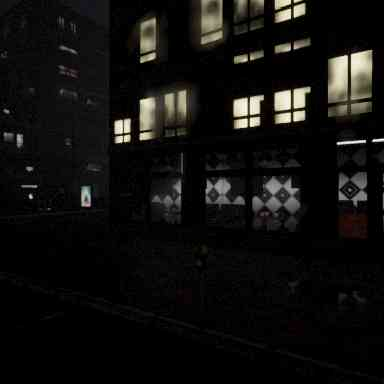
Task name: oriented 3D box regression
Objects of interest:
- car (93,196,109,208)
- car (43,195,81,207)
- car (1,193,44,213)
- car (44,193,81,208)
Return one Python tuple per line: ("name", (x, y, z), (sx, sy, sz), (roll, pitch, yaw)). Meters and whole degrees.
("car", (-9.837, 1.072, 38.210), (1.947, 1.339, 4.313), (1, 2, 35))
("car", (-16.745, 1.074, 42.954), (1.802, 1.307, 4.206), (1, 2, 35))
("car", (-16.185, 1.029, 29.106), (2.192, 1.841, 5.009), (1, 2, 35))
("car", (-15.676, 0.883, 39.983), (2.097, 1.767, 4.553), (0, 1, 35))
